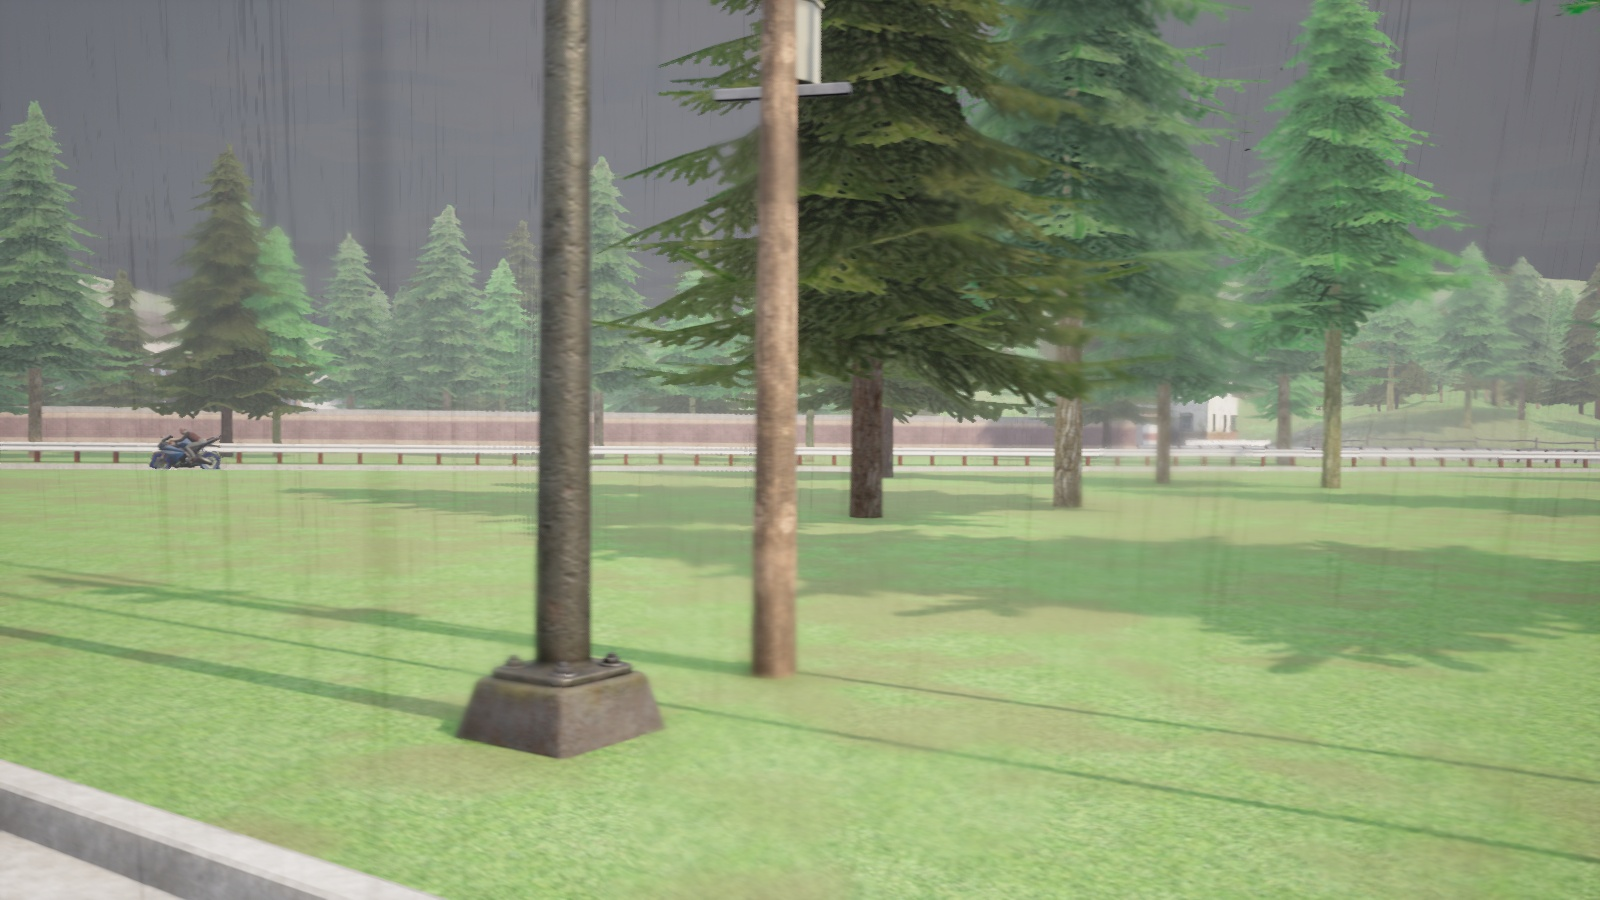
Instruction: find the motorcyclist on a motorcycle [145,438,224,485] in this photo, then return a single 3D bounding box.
[{"bbox_3d":[-20.536,0.381,41.965,2.191,1.530,0.866,-1,1,-8],"label":"motorcyclist on a motorcycle"}]
